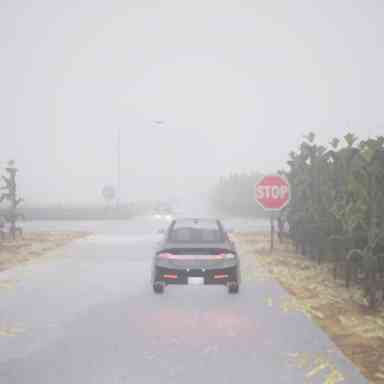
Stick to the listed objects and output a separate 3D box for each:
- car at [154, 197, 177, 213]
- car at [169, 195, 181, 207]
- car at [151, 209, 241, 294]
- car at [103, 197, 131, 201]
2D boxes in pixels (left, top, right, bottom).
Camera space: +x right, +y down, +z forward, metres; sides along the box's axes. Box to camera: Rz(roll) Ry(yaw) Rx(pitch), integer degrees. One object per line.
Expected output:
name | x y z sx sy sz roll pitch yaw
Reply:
car | -3.119 1.634 37.287 2.128 1.511 4.902 0 -1 0
car | -3.015 1.476 57.735 2.150 2.045 5.566 0 0 1
car | 0.103 1.415 8.569 2.128 1.511 4.902 0 0 1
car | -16.102 1.833 73.274 5.357 1.411 2.033 0 0 0
